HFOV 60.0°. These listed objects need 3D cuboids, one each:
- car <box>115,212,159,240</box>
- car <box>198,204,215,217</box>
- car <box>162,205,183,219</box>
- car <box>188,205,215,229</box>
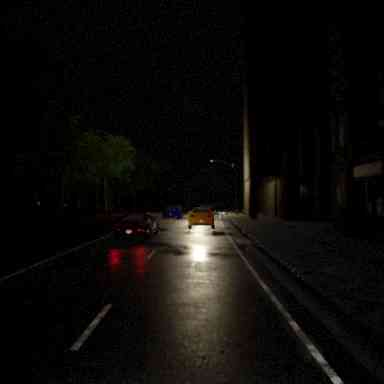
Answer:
[{"bbox_3d":[-3.041,1.833,18.739,1.812,1.442,4.674,0,-1,2],"label":"car"},{"bbox_3d":[1.923,2.370,42.709,1.882,1.535,5.008,0,-2,5],"label":"car"},{"bbox_3d":[-2.055,2.195,36.836,1.882,1.535,5.008,0,-2,4],"label":"car"},{"bbox_3d":[0.765,1.928,25.718,1.882,1.535,5.008,0,-1,3],"label":"car"}]
